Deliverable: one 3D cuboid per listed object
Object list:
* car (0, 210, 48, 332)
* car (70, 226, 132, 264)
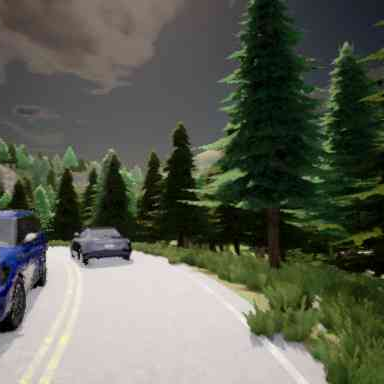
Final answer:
[{"bbox_3d":[-4.518,1.415,7.144,2.150,2.045,5.566,0,-3,-17],"label":"car"},{"bbox_3d":[-4.070,2.193,14.509,1.994,1.385,4.181,0,-5,-27],"label":"car"}]
